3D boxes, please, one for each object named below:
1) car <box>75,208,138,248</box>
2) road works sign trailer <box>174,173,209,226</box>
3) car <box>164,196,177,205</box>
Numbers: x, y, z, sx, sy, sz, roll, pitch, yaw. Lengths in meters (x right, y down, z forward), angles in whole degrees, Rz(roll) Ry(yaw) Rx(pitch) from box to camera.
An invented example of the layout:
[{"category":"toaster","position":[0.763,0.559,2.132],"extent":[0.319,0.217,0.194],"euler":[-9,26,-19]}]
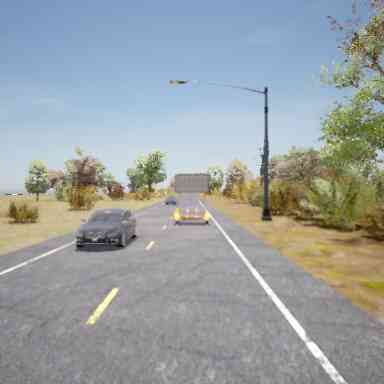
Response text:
[{"category":"car","position":[-3.600,1.497,14.718],"extent":[1.837,1.490,4.892],"euler":[0,0,0]},{"category":"road works sign trailer","position":[-0.001,0.448,23.325],"extent":[2.380,3.560,2.880],"euler":[0,0,0]},{"category":"car","position":[-3.558,1.433,56.458],"extent":[1.837,1.490,4.892],"euler":[0,0,0]}]
